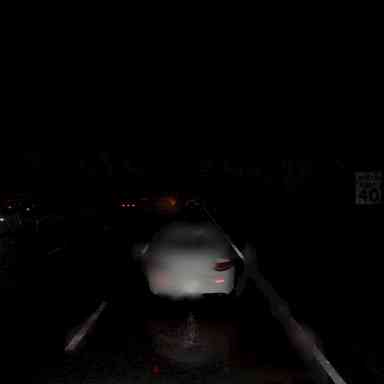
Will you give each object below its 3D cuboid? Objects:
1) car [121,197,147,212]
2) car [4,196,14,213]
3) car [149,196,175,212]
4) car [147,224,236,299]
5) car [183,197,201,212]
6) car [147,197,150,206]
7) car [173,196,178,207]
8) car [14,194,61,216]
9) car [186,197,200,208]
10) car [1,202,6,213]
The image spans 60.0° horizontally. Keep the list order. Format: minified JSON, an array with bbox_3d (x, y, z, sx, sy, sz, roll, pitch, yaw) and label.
[{"bbox_3d":[-7.012,1.547,39.316,2.033,1.411,5.357,0,0,1],"label":"car"},{"bbox_3d":[-18.533,1.221,36.592,2.150,2.045,5.566,0,0,0],"label":"car"},{"bbox_3d":[-3.508,1.564,39.731,1.994,1.385,4.181,0,0,1],"label":"car"},{"bbox_3d":[-0.012,1.526,8.304,1.812,1.442,4.674,0,0,0],"label":"car"},{"bbox_3d":[-0.012,1.526,39.321,1.812,1.442,4.674,0,0,1],"label":"car"},{"bbox_3d":[-6.806,1.525,49.677,1.812,1.442,4.674,0,0,1],"label":"car"},{"bbox_3d":[-3.308,1.352,49.559,2.097,1.767,4.553,0,0,1],"label":"car"},{"bbox_3d":[-15.043,1.221,33.255,2.150,2.045,5.566,0,0,0],"label":"car"},{"bbox_3d":[0.193,1.477,49.538,1.882,1.535,5.008,0,0,1],"label":"car"},{"bbox_3d":[-15.106,1.564,22.774,1.994,1.385,4.181,0,0,0],"label":"car"}]
